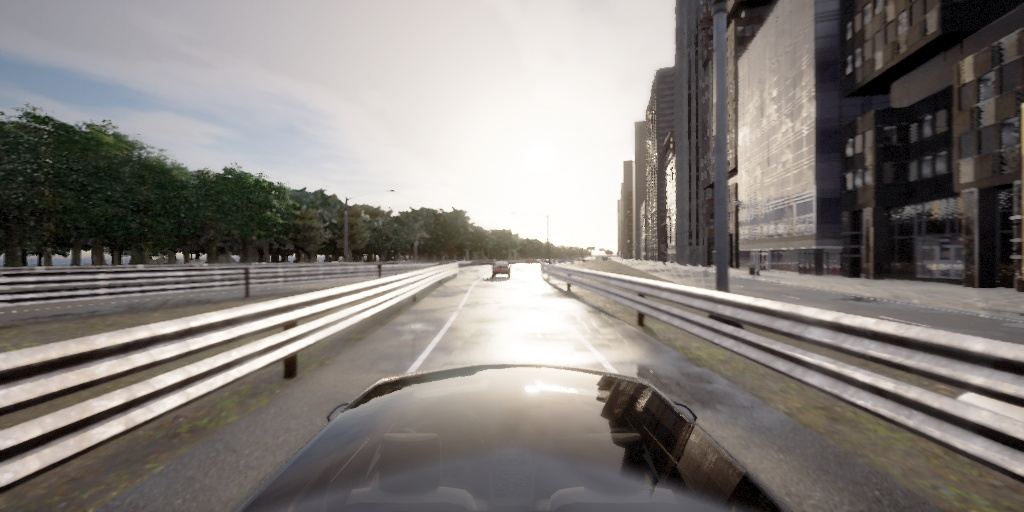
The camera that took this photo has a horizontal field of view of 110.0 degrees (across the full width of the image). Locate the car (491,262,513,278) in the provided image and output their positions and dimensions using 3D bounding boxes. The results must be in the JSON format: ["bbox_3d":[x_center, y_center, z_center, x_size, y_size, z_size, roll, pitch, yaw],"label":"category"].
[{"bbox_3d":[-1.023,1.362,36.241,1.837,1.490,4.892,0,0,1],"label":"car"}]
